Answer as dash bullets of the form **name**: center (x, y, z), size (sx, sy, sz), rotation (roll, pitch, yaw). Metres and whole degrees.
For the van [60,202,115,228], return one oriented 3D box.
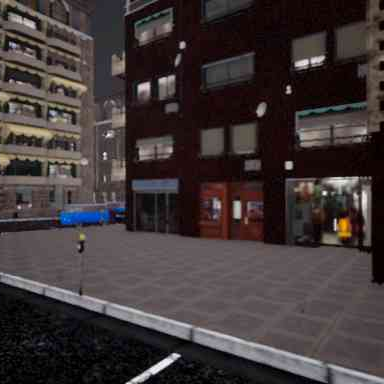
- **van**: center (-8.435, 1.841, 26.382), size (1.690, 1.788, 3.998), rotation (-2, -2, 35)

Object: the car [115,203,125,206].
- **car**: center (-9.961, 2.185, 34.436), size (2.033, 1.411, 5.357), rotation (0, -1, 35)

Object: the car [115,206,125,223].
- **car**: center (-5.364, 2.174, 30.990), size (1.947, 1.339, 4.313), rotation (-2, -2, 35)

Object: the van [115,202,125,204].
- **van**: center (-8.996, 2.094, 40.302), size (1.690, 1.788, 3.998), rotation (-2, -2, 35)
